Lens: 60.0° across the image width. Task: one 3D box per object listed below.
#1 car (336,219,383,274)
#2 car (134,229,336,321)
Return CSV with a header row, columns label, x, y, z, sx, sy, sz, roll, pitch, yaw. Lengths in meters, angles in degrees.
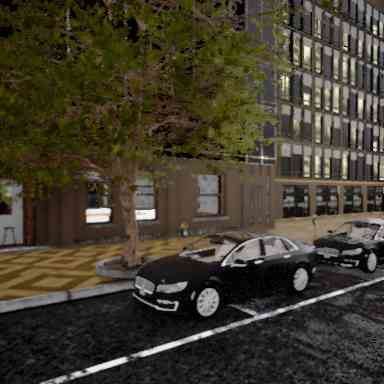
label,x,y,z,sx,sy,sz,roll,pitch,yaw
car,5.529,1.552,10.507,4.403,1.369,2.008,0,0,-36
car,0.895,1.552,7.200,4.403,1.369,2.008,0,0,-36
